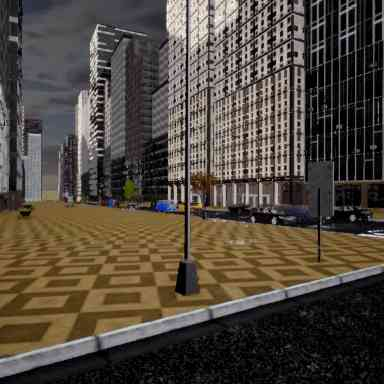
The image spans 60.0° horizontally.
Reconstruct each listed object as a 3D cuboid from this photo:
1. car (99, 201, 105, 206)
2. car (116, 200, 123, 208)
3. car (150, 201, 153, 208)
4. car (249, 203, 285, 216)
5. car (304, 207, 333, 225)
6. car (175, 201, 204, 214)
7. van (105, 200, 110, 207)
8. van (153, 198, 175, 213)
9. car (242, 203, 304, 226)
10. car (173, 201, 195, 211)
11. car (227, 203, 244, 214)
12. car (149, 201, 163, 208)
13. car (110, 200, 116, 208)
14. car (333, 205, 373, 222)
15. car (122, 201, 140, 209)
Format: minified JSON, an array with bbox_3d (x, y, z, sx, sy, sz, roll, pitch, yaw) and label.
[{"bbox_3d":[-23.022,3.053,86.762,1.887,1.381,4.507,-1,-1,-26],"label":"car"},{"bbox_3d":[-13.221,2.602,66.326,1.752,1.417,4.829,-1,-1,-26],"label":"car"},{"bbox_3d":[-6.409,2.257,65.537,2.150,2.045,5.566,0,-1,-26],"label":"car"},{"bbox_3d":[8.855,2.068,39.675,1.947,1.339,4.313,-1,-1,-26],"label":"car"},{"bbox_3d":[8.444,1.825,27.170,2.033,1.411,5.357,0,-1,-26],"label":"car"},{"bbox_3d":[-0.159,2.110,45.138,1.882,1.535,5.008,0,-1,-25],"label":"car"},{"bbox_3d":[-18.161,2.635,76.623,1.690,1.788,3.998,-1,-1,-26],"label":"van"},{"bbox_3d":[-3.569,2.005,46.197,1.690,1.788,3.998,-1,-1,-26],"label":"van"},{"bbox_3d":[6.164,1.814,25.908,2.008,1.369,4.403,-1,-1,-26],"label":"car"},{"bbox_3d":[-1.352,2.322,54.997,1.837,1.490,4.892,0,-2,-26],"label":"car"},{"bbox_3d":[6.423,2.168,44.746,1.947,1.339,4.313,-1,-1,-26],"label":"car"},{"bbox_3d":[-8.169,2.809,75.173,1.802,1.307,4.206,-1,-1,-26],"label":"car"},{"bbox_3d":[-15.726,2.731,71.550,1.887,1.381,4.507,-1,-1,-26],"label":"car"},{"bbox_3d":[13.719,1.854,29.532,2.008,1.369,4.403,-1,-1,-26],"label":"car"},{"bbox_3d":[-10.862,2.525,61.407,2.008,1.369,4.403,-1,-1,-26],"label":"car"}]
